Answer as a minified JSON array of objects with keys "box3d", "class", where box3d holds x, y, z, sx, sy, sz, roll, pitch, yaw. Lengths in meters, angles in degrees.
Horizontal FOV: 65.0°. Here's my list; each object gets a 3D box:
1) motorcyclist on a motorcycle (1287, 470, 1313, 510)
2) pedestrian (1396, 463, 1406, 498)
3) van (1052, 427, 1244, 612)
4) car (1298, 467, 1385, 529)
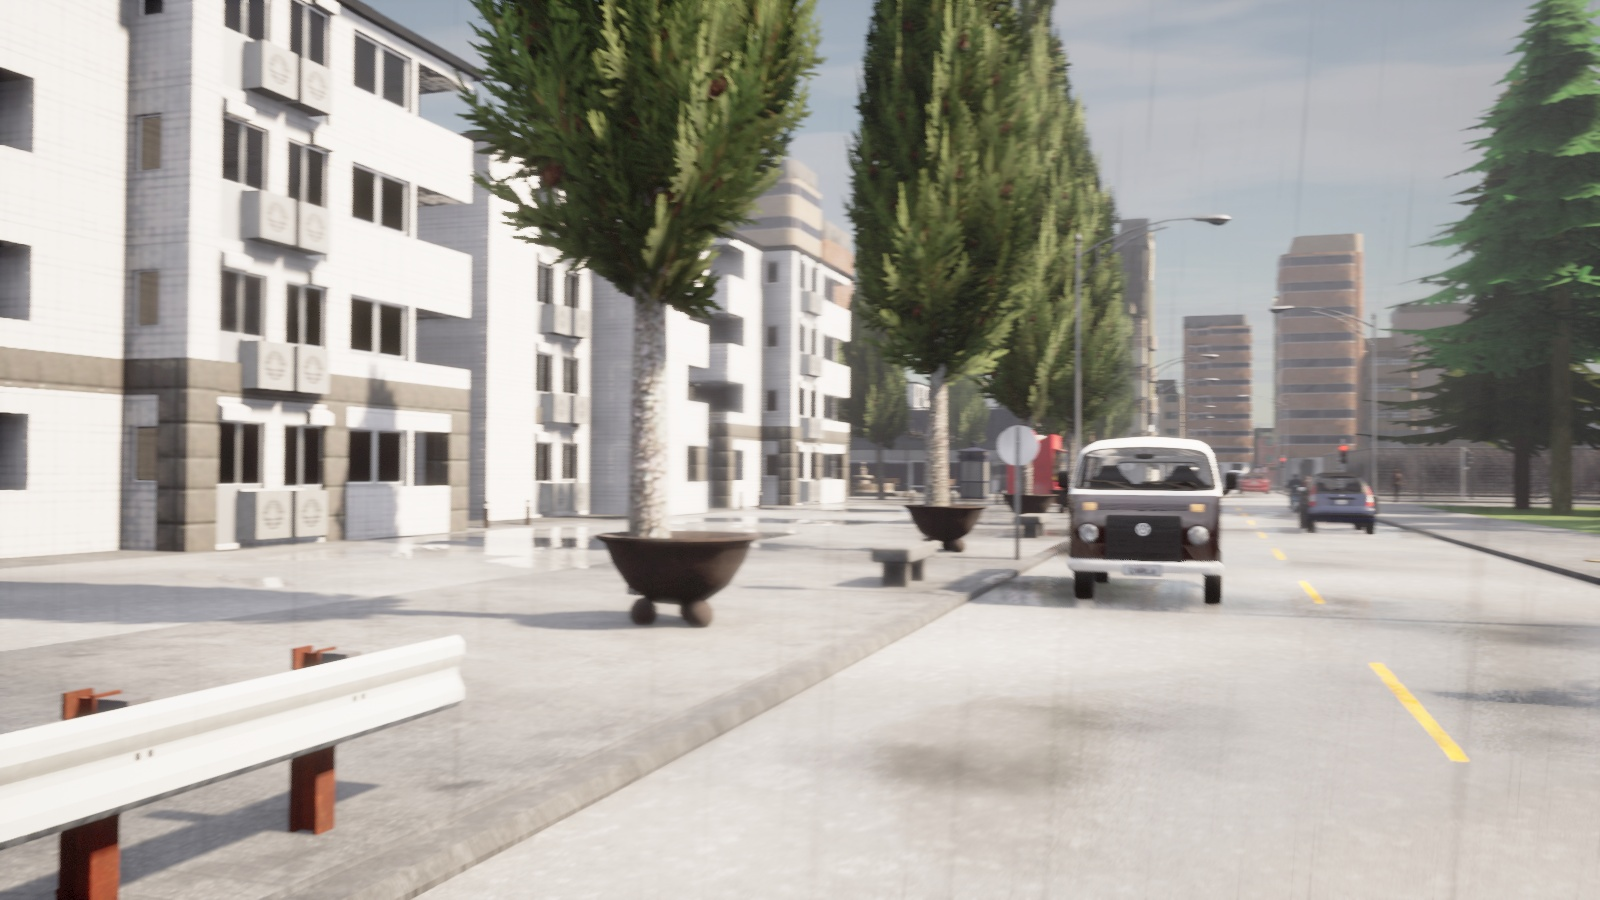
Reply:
[{"box3d":[20.179,1.597,50.715,0.866,1.590,1.817,0,-1,19],"class":"motorcyclist on a motorcycle"},{"box3d":[31.155,1.587,65.090,0.328,1.805,0.869,0,-1,18],"class":"pedestrian"},{"box3d":[4.601,0.805,16.277,2.069,2.038,4.480,0,-1,18],"class":"van"},{"box3d":[14.977,1.281,34.903,1.851,1.617,3.988,0,-1,18],"class":"car"}]
